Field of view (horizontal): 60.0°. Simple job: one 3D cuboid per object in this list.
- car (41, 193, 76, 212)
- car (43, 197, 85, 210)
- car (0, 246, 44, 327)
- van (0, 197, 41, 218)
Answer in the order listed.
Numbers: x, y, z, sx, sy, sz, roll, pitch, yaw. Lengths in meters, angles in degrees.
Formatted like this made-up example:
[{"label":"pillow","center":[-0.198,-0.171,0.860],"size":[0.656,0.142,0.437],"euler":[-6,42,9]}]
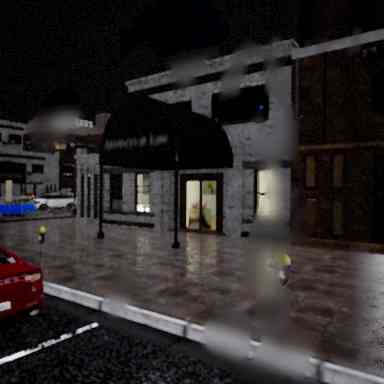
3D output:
[{"label":"car","center":[-16.026,1.146,38.259],"size":[2.150,2.045,5.566],"euler":[1,0,35]},{"label":"car","center":[-16.253,1.433,42.452],"size":[1.752,1.417,4.829],"euler":[1,0,35]},{"label":"car","center":[-4.551,1.519,6.111],"size":[4.507,1.381,1.887],"euler":[0,1,35]},{"label":"van","center":[-15.647,1.308,28.723],"size":[1.690,1.788,3.998],"euler":[1,0,35]}]
